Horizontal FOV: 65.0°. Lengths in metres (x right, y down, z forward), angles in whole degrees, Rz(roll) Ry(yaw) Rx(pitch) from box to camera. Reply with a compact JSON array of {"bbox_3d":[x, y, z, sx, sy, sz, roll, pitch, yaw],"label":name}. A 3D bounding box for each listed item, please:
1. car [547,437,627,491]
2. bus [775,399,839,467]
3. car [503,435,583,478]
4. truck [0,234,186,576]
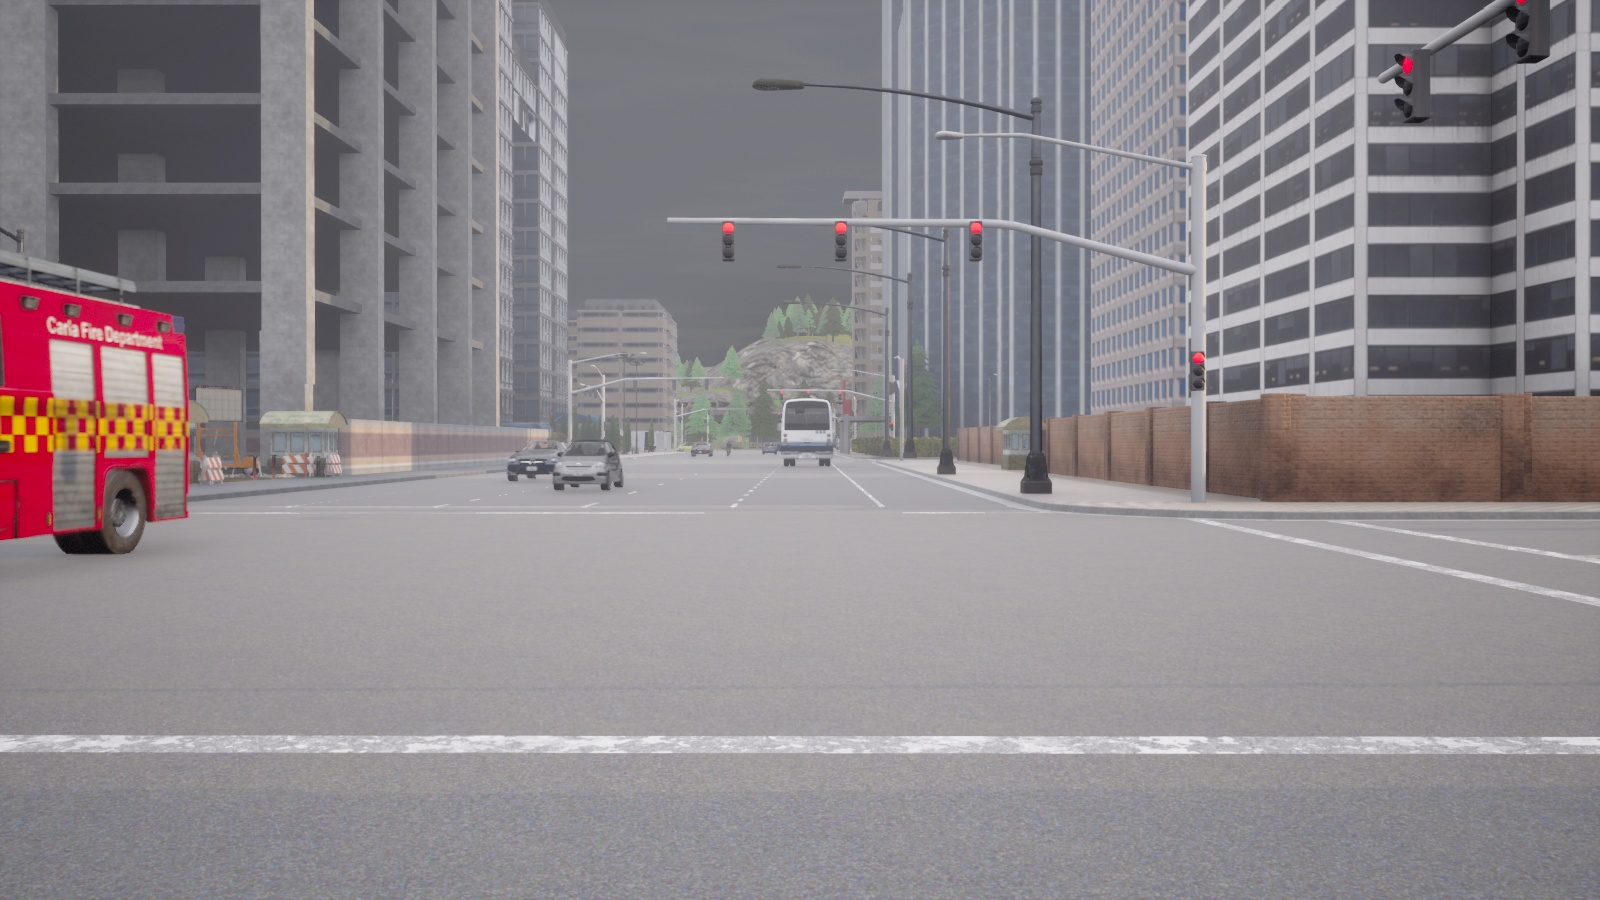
[{"bbox_3d":[-6.764,0.412,40.216,1.851,1.617,3.988,0,0,0],"label":"car"},{"bbox_3d":[0.473,-1.100,83.388,3.944,4.253,10.273,0,0,0],"label":"bus"},{"bbox_3d":[-10.209,0.233,50.278,2.152,1.651,5.027,0,0,0],"label":"car"},{"bbox_3d":[-10.407,-0.506,14.060,2.891,3.827,8.468,0,0,0],"label":"truck"}]
